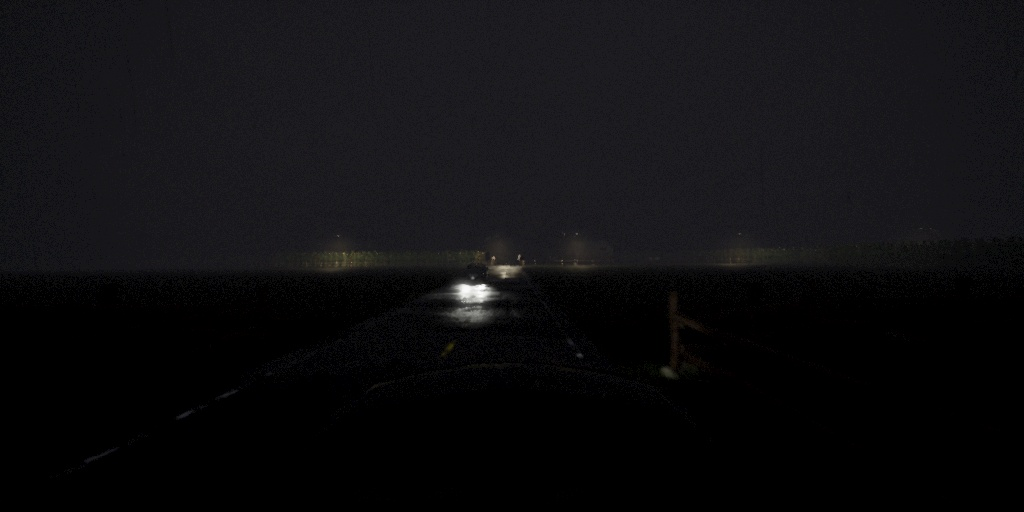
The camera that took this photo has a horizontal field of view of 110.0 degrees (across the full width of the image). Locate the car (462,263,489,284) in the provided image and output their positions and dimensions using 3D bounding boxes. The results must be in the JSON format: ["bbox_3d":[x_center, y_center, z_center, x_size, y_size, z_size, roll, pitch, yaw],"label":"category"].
[{"bbox_3d":[-2.855,1.357,28.679,2.128,1.511,4.902,0,0,0],"label":"car"}]
